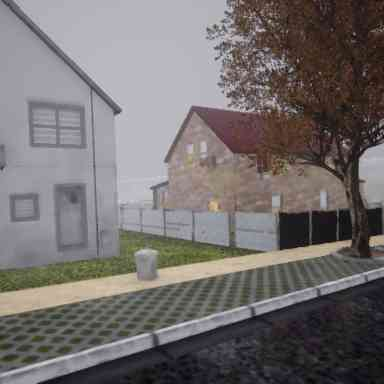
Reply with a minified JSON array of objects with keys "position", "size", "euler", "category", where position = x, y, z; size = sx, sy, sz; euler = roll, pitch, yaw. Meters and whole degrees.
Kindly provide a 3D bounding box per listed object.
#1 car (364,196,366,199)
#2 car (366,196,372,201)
[{"position":[32.007,1.929,66.218],"size":[1.895,1.301,4.718],"euler":[-2,0,0],"category":"car"},{"position":[38.574,1.610,74.944],"size":[2.128,1.511,4.902],"euler":[-2,0,0],"category":"car"}]
